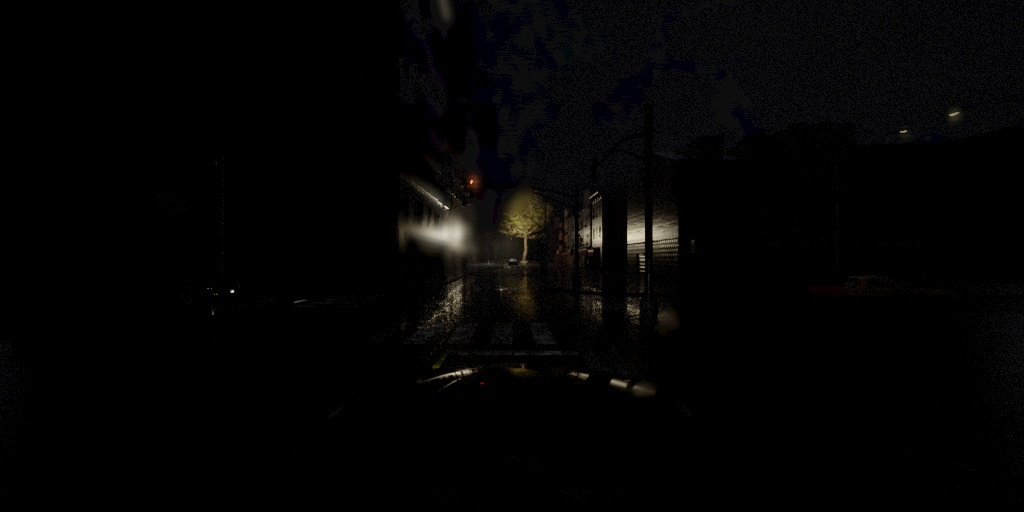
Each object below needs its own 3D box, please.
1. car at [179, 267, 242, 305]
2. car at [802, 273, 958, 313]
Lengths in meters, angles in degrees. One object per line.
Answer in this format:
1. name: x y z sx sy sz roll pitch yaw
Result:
1. car: -13.757 1.178 14.542 4.892 1.490 1.837 0 0 0
2. car: 13.904 1.346 13.654 4.829 1.417 1.751 0 0 0
